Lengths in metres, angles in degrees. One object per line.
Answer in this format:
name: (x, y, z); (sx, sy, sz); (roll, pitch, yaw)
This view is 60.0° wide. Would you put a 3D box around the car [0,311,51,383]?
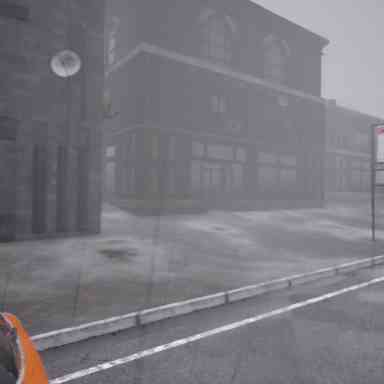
car: (-2.914, 1.352, 1.301); (4.553, 1.767, 2.097); (0, 0, -35)
